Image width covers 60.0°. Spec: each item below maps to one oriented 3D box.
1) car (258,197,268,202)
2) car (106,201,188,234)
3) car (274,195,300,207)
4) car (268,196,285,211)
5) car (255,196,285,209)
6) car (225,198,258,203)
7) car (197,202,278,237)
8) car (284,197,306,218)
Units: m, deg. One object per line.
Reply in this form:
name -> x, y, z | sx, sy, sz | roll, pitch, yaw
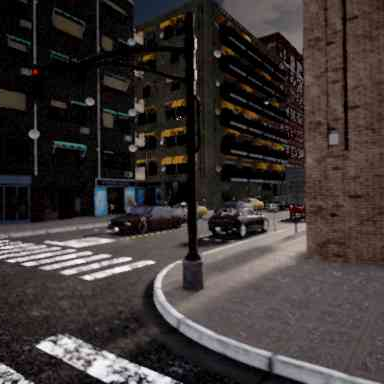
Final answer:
car -> 5.990, 1.296, 35.218 | 1.752, 1.417, 4.829 | 0, 1, 36
car -> -2.393, 1.512, 19.532 | 2.033, 1.411, 5.357 | -1, 0, 36
car -> 12.766, 1.165, 44.524 | 1.887, 1.381, 4.507 | 0, 1, 36
car -> 9.576, 1.190, 35.951 | 2.128, 1.511, 4.902 | -1, 0, 36
car -> 9.428, 1.260, 39.940 | 1.947, 1.339, 4.313 | 0, 1, 36
car -> 3.440, 1.399, 27.532 | 1.994, 1.385, 4.181 | -1, 0, 37
car -> 2.464, 1.425, 16.988 | 2.008, 1.369, 4.403 | 0, 1, 36
car -> 9.139, 1.167, 26.155 | 1.967, 1.590, 4.097 | 0, 1, 36
